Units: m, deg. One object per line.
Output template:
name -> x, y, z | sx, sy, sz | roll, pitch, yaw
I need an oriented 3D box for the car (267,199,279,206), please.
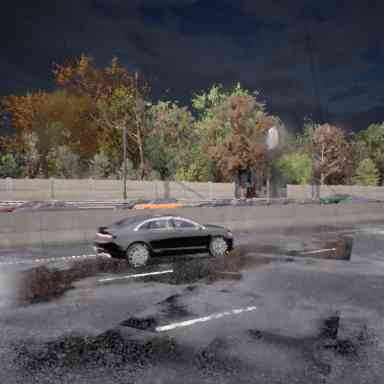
car -> 12.001, 1.549, 43.350 | 5.357, 1.411, 2.033 | 0, 0, -30

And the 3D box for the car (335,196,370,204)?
car -> 20.033, 1.551, 39.946 | 5.357, 1.411, 2.033 | 0, 0, -30

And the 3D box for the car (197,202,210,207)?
car -> 3.128, 1.548, 38.148 | 5.357, 1.411, 2.033 | 0, 0, -30

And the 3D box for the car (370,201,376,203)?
car -> 22.420, 1.568, 37.292 | 4.181, 1.385, 1.994 | 0, 0, -30

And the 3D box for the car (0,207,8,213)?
car -> -13.666, 1.478, 28.282 | 5.008, 1.535, 1.882 | 0, 0, -30

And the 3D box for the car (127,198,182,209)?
car -> -3.192, 1.352, 30.371 | 4.553, 1.767, 2.097 | 0, 0, -30

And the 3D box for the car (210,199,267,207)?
car -> 4.991, 1.548, 35.177 | 5.357, 1.411, 2.033 | 0, 0, -31

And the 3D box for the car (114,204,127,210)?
car -> -5.301, 1.505, 33.188 | 4.892, 1.490, 1.837 | 0, 0, -30

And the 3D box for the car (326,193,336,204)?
car -> 20.919, 1.228, 48.582 | 5.566, 2.045, 2.150 | 0, 0, -30

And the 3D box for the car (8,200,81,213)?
car -> -11.169, 1.492, 25.687 | 4.902, 1.511, 2.128 | 0, 0, -30

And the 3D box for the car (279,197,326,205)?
car -> 13.388, 1.493, 40.107 | 4.902, 1.511, 2.128 | 0, 0, -30

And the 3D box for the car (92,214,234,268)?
car -> -0.833, 1.490, 11.230 | 4.902, 1.511, 2.128 | 0, 0, -30

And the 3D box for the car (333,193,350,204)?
car -> 21.899, 1.358, 45.103 | 4.553, 1.767, 2.097 | 0, 0, -30
